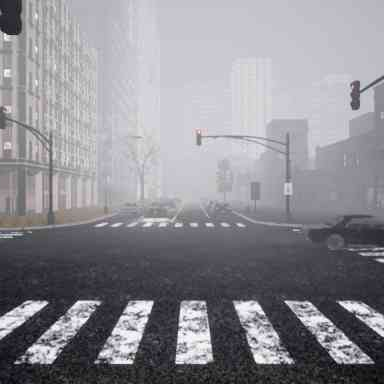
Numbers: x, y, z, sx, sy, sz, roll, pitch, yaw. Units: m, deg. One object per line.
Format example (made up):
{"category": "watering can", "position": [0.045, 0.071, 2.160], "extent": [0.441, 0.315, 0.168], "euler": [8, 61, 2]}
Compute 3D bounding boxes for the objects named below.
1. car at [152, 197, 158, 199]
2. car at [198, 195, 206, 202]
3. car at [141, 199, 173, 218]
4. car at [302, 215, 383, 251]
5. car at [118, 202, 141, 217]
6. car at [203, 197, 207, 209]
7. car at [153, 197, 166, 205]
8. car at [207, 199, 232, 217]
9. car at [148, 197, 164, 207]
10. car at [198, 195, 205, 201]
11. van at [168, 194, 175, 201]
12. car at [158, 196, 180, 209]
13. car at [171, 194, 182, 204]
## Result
{"category": "car", "position": [-5.714, 1.541, 41.767], "extent": [1.752, 1.417, 4.829], "euler": [0, 0, 0]}
{"category": "car", "position": [2.647, 1.600, 75.187], "extent": [2.008, 1.369, 4.403], "euler": [0, 0, 0]}
{"category": "car", "position": [-3.117, 1.573, 30.178], "extent": [1.994, 1.385, 4.181], "euler": [0, 0, 0]}
{"category": "car", "position": [6.865, 1.560, 13.042], "extent": [4.718, 1.301, 1.895], "euler": [-1, 0, 12]}
{"category": "car", "position": [-5.707, 1.591, 30.855], "extent": [1.802, 1.307, 4.206], "euler": [0, 0, 0]}
{"category": "car", "position": [2.667, 1.598, 41.943], "extent": [1.802, 1.307, 4.206], "euler": [0, 0, 0]}
{"category": "car", "position": [-5.724, 1.594, 58.559], "extent": [1.947, 1.339, 4.313], "euler": [0, 0, 0]}
{"category": "car", "position": [2.674, 1.554, 30.860], "extent": [1.887, 1.381, 4.507], "euler": [0, 0, 0]}
{"category": "car", "position": [-5.720, 1.575, 53.019], "extent": [2.008, 1.369, 4.403], "euler": [0, 0, 0]}
{"category": "car", "position": [2.637, 1.639, 91.810], "extent": [1.947, 1.339, 4.313], "euler": [0, 0, 0]}
{"category": "van", "position": [-5.743, 1.414, 91.805], "extent": [1.690, 1.788, 3.998], "euler": [0, 0, 0]}
{"category": "car", "position": [-3.121, 1.583, 45.206], "extent": [1.994, 1.385, 4.181], "euler": [0, 0, 0]}
{"category": "car", "position": [-3.040, 1.605, 65.010], "extent": [1.994, 1.385, 4.181], "euler": [0, 0, 0]}
